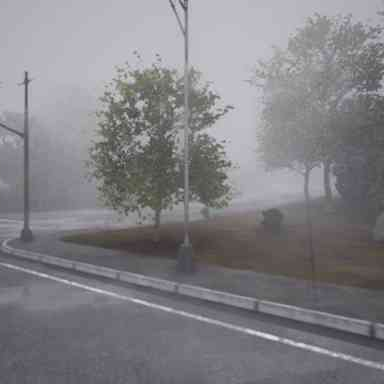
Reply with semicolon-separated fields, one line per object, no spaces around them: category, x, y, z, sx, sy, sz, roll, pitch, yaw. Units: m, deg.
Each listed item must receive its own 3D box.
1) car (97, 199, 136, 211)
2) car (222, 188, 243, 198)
car;-8.620;1.390;38.136;1.837;1.490;4.892;0;2;39
car;6.966;0.042;57.700;2.097;1.767;4.553;0;3;38
